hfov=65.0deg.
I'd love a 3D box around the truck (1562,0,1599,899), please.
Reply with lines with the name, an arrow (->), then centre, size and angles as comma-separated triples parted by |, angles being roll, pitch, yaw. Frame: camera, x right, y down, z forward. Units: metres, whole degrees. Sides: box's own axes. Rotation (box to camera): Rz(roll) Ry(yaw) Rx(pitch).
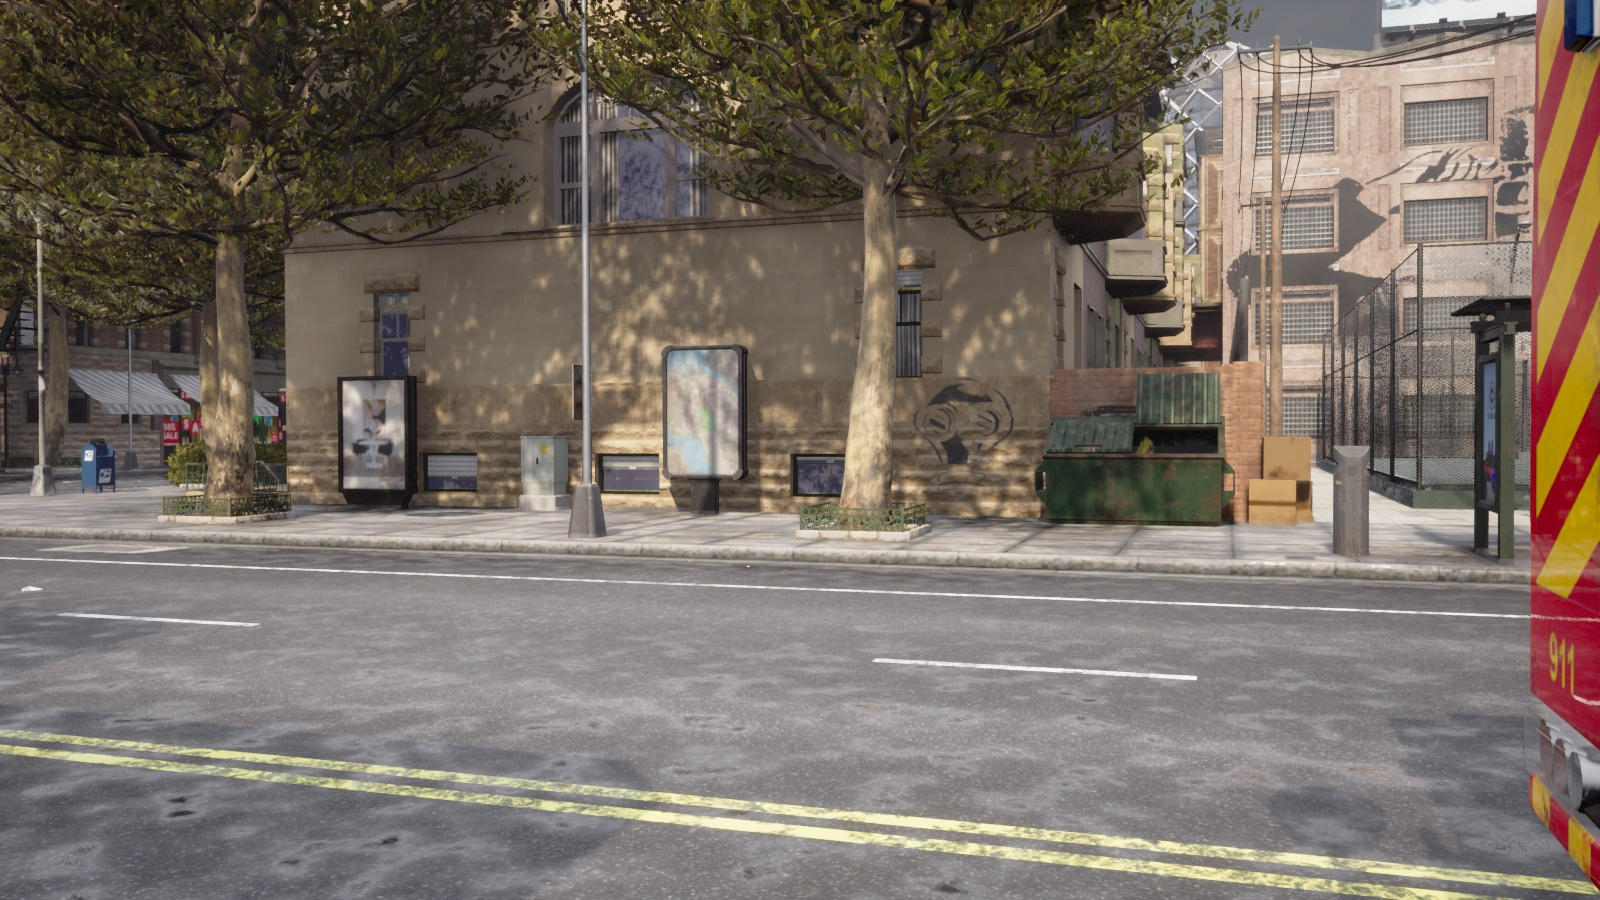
truck -> 5.943, -0.334, 1.185 | 8.468, 3.827, 2.891 | 0, 1, 19
